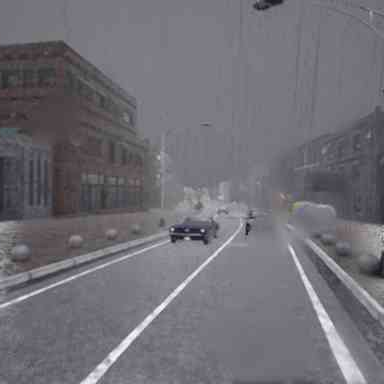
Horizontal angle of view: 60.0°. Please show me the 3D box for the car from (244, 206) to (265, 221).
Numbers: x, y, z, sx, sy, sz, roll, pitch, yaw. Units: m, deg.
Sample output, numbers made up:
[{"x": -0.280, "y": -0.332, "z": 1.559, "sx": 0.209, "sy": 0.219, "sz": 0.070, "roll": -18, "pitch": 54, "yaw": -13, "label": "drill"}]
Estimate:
[{"x": 7.243, "y": 2.513, "z": 39.177, "sx": 2.128, "sy": 1.511, "sz": 4.902, "roll": 1, "pitch": -2, "yaw": 7, "label": "car"}]

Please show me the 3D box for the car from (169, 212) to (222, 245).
[{"x": 0.244, "y": 1.903, "z": 17.422, "sx": 1.895, "sy": 1.301, "sz": 4.718, "roll": 1, "pitch": -2, "yaw": 12, "label": "car"}]

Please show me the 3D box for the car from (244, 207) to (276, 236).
[{"x": 4.539, "y": 1.995, "z": 22.186, "sx": 2.128, "sy": 1.511, "sz": 4.902, "roll": 1, "pitch": -2, "yaw": 11, "label": "car"}]

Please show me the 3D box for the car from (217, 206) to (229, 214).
[{"x": 5.492, "y": 3.244, "z": 59.234, "sx": 1.812, "sy": 1.442, "sz": 4.674, "roll": 1, "pitch": -3, "yaw": 2, "label": "car"}]
